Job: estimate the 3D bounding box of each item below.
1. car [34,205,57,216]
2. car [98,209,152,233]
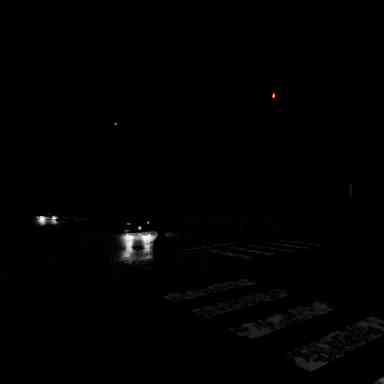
[{"bbox_3d":[-18.738,2.376,42.524,1.895,1.301,4.718,0,-1,-35],"label":"car"},{"bbox_3d":[-4.785,1.902,22.812,2.033,1.411,5.357,0,-1,-35],"label":"car"}]
